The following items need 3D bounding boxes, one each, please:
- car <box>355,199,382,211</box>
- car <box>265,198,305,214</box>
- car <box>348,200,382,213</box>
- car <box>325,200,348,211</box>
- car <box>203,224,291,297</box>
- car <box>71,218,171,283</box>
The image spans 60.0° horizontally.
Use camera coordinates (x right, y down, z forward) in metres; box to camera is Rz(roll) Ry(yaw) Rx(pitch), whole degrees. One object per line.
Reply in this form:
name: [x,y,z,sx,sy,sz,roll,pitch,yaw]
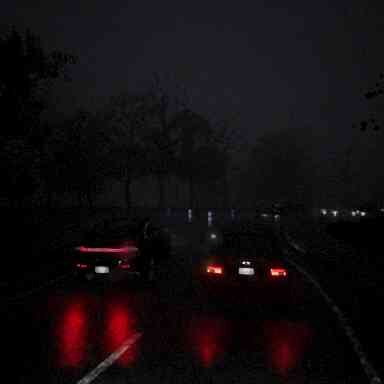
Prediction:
car: [28.210,2.135,53.186,4.553,1.767,2.097,2,-2,-39]
car: [9.994,1.440,35.614,4.553,1.767,2.097,1,-1,-29]
car: [23.901,2.049,45.344,5.357,1.411,2.033,2,-1,-38]
car: [21.036,1.950,47.549,5.008,1.535,1.882,2,-1,-38]
car: [1.419,1.547,8.780,2.033,1.411,5.357,0,0,9]
car: [-1.781,1.491,9.692,2.128,1.511,4.902,0,0,4]
